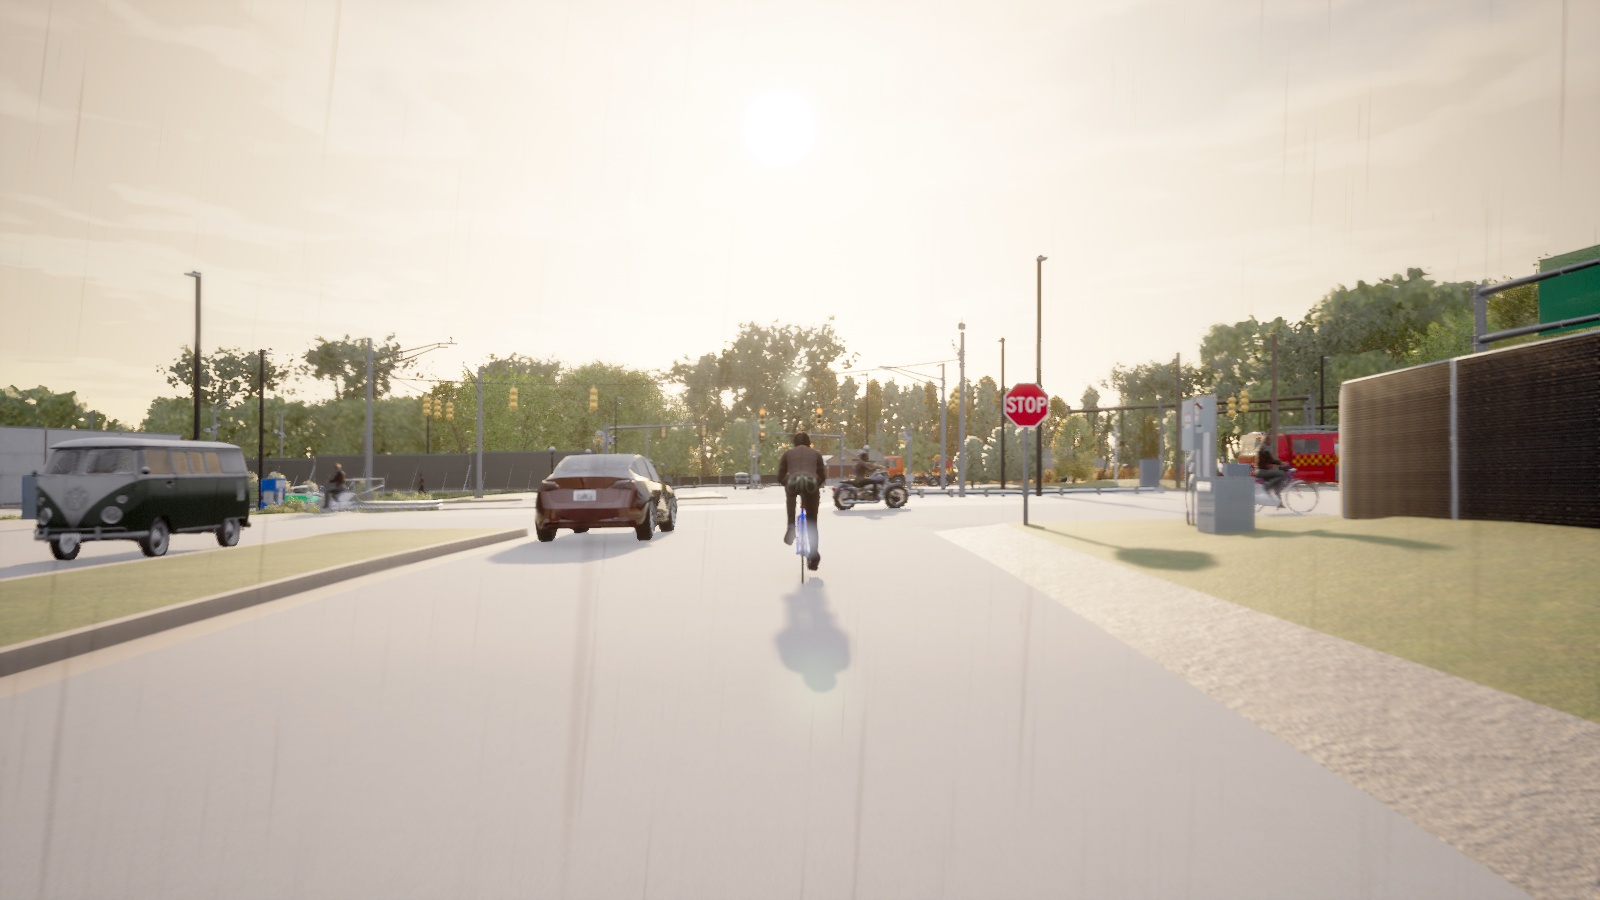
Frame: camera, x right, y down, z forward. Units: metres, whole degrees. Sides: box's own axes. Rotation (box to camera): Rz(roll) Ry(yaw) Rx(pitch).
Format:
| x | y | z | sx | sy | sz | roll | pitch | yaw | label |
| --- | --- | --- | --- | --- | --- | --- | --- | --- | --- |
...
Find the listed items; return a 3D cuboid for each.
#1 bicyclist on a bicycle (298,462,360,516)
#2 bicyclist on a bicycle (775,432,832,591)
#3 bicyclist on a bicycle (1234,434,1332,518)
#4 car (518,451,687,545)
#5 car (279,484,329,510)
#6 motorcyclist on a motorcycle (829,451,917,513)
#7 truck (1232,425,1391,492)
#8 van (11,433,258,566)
| x | y | z | sx | sy | sz | roll | pitch | yaw | label |
| --- | --- | --- | --- | --- | --- | --- | --- | --- | --- |
| -15.964 | 1.314 | 42.604 | 1.843 | 1.776 | 0.659 | -1 | -2 | 0 | bicyclist on a bicycle |
| 0.038 | 0.622 | 13.781 | 0.582 | 1.620 | 1.656 | 0 | 2 | 0 | bicyclist on a bicycle |
| 10.577 | 0.560 | 27.528 | 1.843 | 1.776 | 0.659 | -1 | 0 | 2 | bicyclist on a bicycle |
| -3.413 | 0.817 | 22.673 | 2.163 | 1.488 | 4.792 | -1 | -1 | 1 | car |
| -27.734 | 2.639 | 70.256 | 2.207 | 1.376 | 1.481 | -1 | -1 | 1 | car |
| 2.031 | 0.871 | 34.679 | 2.350 | 1.649 | 0.766 | 0 | 1 | -27 | motorcyclist on a motorcycle |
| 31.305 | 0.510 | 77.035 | 8.468 | 3.827 | 2.891 | -1 | -1 | 0 | truck |
| -11.109 | 0.782 | 21.364 | 1.775 | 1.987 | 4.442 | -1 | -1 | 1 | van |
